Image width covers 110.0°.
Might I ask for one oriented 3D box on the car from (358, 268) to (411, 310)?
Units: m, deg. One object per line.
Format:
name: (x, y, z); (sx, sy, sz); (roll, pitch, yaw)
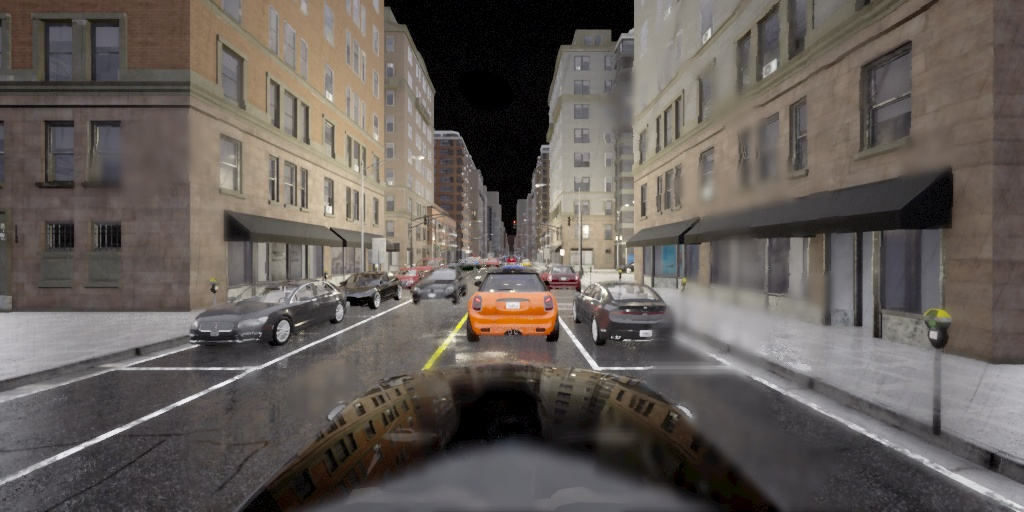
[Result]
car: (-5.866, 1.315, 14.784); (1.948, 1.339, 4.313); (0, 0, 0)

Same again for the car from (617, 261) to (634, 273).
car: (14.536, 1.239, 40.974); (4.892, 1.490, 1.837); (0, 0, 1)

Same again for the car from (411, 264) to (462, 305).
car: (-3.110, 1.274, 16.246); (1.812, 1.442, 4.674); (0, 0, 0)

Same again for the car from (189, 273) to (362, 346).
car: (-5.862, 1.300, 9.259); (2.007, 1.370, 4.403); (0, 0, 0)

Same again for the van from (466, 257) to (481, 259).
van: (-5.895, 1.080, 52.779); (1.690, 1.789, 3.998); (0, 0, 0)

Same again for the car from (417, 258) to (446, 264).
car: (-5.875, 1.062, 25.831); (2.192, 1.841, 5.009); (0, 0, 0)

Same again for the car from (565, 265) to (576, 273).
car: (2.656, 1.188, 20.340); (1.967, 1.591, 4.097); (0, 0, 0)

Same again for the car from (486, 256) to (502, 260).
car: (-3.127, 1.215, 58.996); (1.882, 1.535, 5.008); (0, 0, 0)

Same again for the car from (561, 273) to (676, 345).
car: (2.664, 1.300, 9.289); (2.007, 1.370, 4.403); (0, 0, 0)

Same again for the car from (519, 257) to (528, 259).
car: (2.622, 1.261, 64.171); (1.751, 1.417, 4.829); (0, 0, 0)

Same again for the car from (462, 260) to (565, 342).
car: (0.014, 1.102, 9.948); (2.097, 1.767, 4.553); (0, 0, 0)

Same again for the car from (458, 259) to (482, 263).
car: (-5.976, 1.342, 43.249); (1.895, 1.301, 4.718); (0, 0, 36)

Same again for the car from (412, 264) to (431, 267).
car: (-5.870, 1.330, 20.308); (1.802, 1.307, 4.207); (0, 0, 0)
